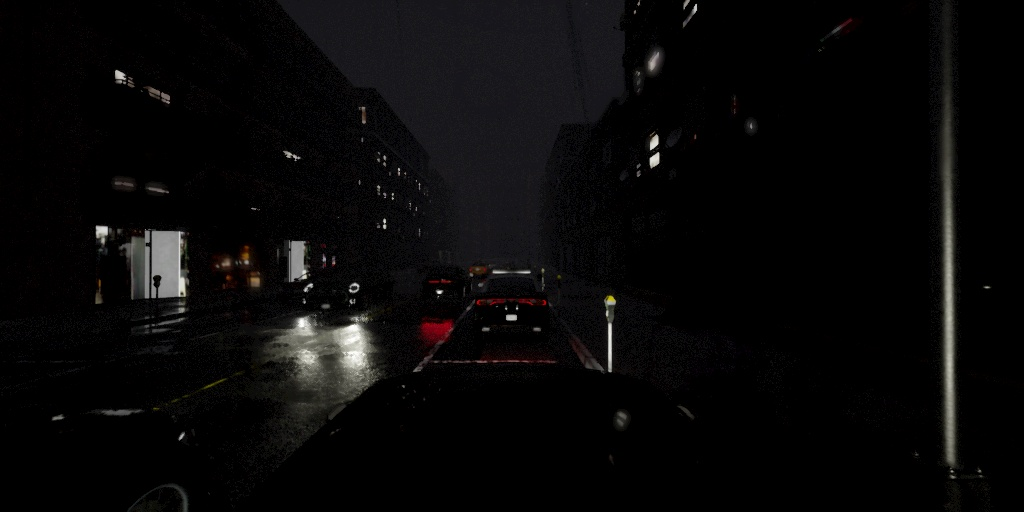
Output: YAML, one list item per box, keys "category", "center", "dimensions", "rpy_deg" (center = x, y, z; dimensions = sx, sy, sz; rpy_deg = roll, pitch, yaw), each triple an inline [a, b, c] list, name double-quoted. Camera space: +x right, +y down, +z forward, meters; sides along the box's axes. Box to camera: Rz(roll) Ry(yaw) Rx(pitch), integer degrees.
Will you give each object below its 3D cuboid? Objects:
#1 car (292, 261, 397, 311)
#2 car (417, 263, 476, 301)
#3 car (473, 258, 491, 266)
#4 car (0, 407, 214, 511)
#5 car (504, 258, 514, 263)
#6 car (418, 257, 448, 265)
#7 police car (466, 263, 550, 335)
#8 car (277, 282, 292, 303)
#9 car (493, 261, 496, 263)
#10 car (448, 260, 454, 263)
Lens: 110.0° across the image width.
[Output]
- category: "car"
  center: [-6.246, 1.103, 14.279]
  dimensions: [2.097, 1.767, 4.553]
  rpy_deg: [0, 0, 0]
- category: "car"
  center: [-3.044, 1.255, 17.489]
  dimensions: [1.837, 1.490, 4.892]
  rpy_deg: [0, 0, 0]
- category: "car"
  center: [-3.145, 1.206, 35.257]
  dimensions: [1.801, 1.575, 5.366]
  rpy_deg: [0, 0, 0]
- category: "car"
  center: [-3.045, 1.276, 0.579]
  dimensions: [1.812, 1.442, 4.674]
  rpy_deg: [0, 0, 0]
- category: "car"
  center: [-0.456, 1.275, 39.173]
  dimensions: [1.751, 1.417, 4.829]
  rpy_deg: [0, 0, 0]
- category: "car"
  center: [-8.837, 1.064, 39.007]
  dimensions: [2.192, 1.841, 5.009]
  rpy_deg: [0, 0, 0]
- category: "police car"
  center: [-0.011, 1.175, 10.609]
  dimensions: [1.930, 1.638, 5.238]
  rpy_deg: [0, 0, 0]
- category: "car"
  center: [-8.837, 1.333, 16.462]
  dimensions: [1.802, 1.307, 4.207]
  rpy_deg: [0, 0, 0]
- category: "car"
  center: [-3.044, 1.349, 50.933]
  dimensions: [1.895, 1.301, 4.718]
  rpy_deg: [0, 0, 0]
- category: "car"
  center: [-8.837, 1.188, 44.643]
  dimensions: [1.967, 1.591, 4.097]
  rpy_deg: [0, 0, 0]
